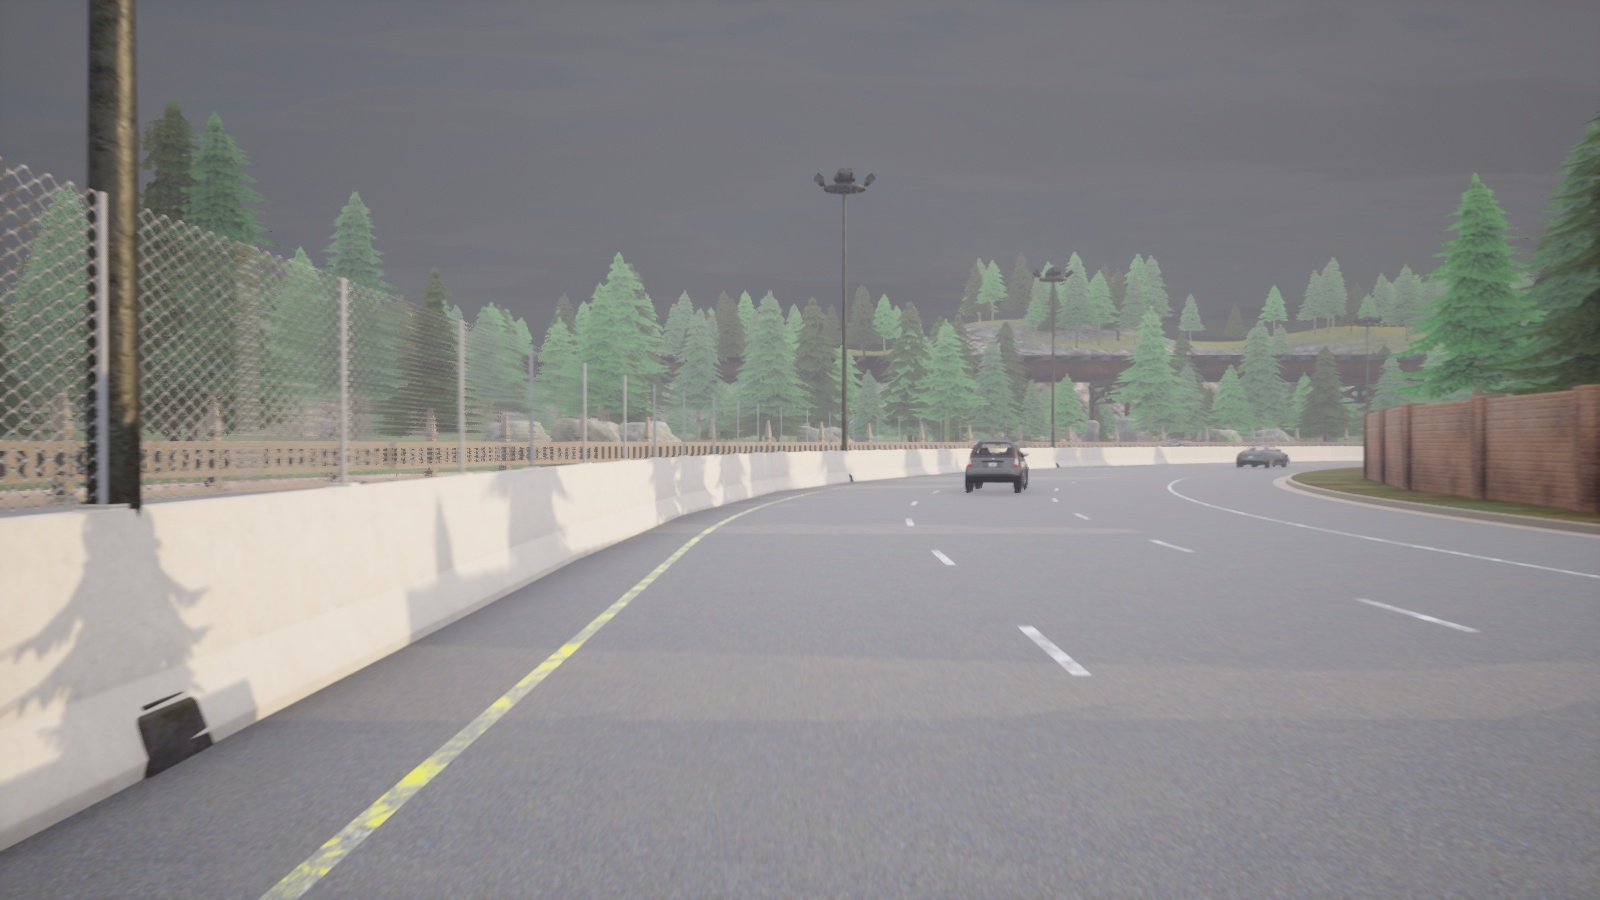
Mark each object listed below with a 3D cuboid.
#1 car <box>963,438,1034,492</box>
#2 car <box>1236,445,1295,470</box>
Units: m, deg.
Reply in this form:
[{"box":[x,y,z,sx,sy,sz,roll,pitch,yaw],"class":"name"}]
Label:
[{"box":[6.266,0.430,39.405,1.851,1.617,3.988,0,0,14],"class":"car"},{"box":[27.414,0.421,73.916,1.994,1.385,4.181,0,0,39],"class":"car"}]
